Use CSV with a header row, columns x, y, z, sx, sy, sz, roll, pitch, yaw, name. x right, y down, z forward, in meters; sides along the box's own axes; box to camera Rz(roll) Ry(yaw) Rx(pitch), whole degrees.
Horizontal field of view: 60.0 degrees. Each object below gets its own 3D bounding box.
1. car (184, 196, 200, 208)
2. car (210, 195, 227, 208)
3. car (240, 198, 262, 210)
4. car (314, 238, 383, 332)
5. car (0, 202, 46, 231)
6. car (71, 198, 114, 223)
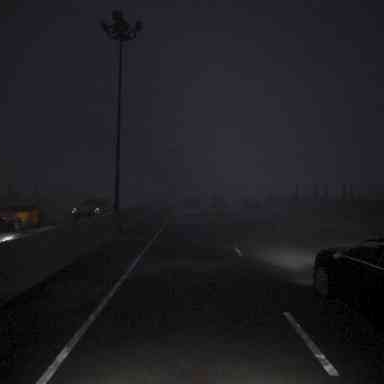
x,y,z,sx,sy,sz,roll,pitch,yaw,name
-0.024,1.322,43.660,1.882,1.535,5.008,0,0,0,car
3.472,1.198,43.865,2.097,1.767,4.553,0,0,2,car
6.988,1.400,39.926,2.033,1.411,5.357,0,0,0,car
3.585,1.472,5.376,2.128,1.511,4.902,0,0,0,car
-10.657,1.402,20.149,1.882,1.535,5.008,0,0,0,car
-7.168,1.262,24.303,2.097,1.767,4.553,0,0,0,car
